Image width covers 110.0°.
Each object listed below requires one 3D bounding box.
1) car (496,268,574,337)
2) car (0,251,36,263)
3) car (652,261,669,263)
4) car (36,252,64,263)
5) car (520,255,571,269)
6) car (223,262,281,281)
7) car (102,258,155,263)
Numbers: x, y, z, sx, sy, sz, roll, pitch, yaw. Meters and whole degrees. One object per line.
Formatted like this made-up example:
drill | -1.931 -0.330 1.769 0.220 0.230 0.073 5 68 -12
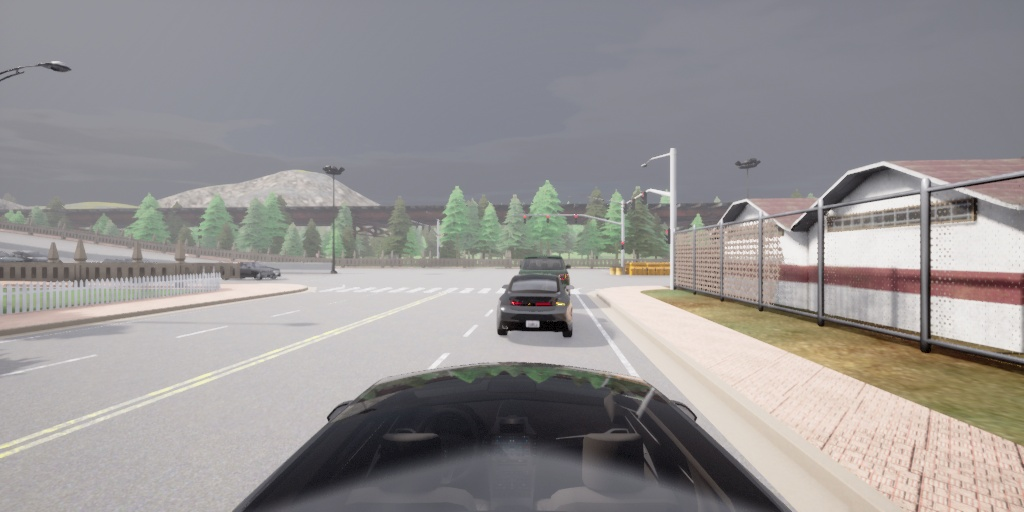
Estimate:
car | 0.717 1.254 10.313 1.837 1.490 4.892 0 0 6
car | -45.894 0.299 31.702 4.553 1.767 2.097 4 0 5
car | 16.795 1.293 41.439 5.357 1.411 2.033 0 0 4
car | -47.107 0.322 35.317 4.892 1.490 1.837 5 0 5
car | 1.484 0.970 16.323 2.150 2.045 5.566 0 0 7
car | -21.915 1.237 29.927 4.902 1.511 2.128 0 0 5
car | -32.638 1.012 30.710 4.553 1.767 2.097 2 0 4
